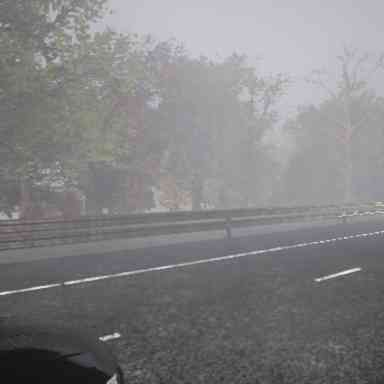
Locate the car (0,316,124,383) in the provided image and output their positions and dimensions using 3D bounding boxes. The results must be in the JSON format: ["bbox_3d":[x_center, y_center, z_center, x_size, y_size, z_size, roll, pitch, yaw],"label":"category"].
[{"bbox_3d":[-2.767,1.502,1.784,4.902,1.511,2.128,-1,0,-35],"label":"car"}]
